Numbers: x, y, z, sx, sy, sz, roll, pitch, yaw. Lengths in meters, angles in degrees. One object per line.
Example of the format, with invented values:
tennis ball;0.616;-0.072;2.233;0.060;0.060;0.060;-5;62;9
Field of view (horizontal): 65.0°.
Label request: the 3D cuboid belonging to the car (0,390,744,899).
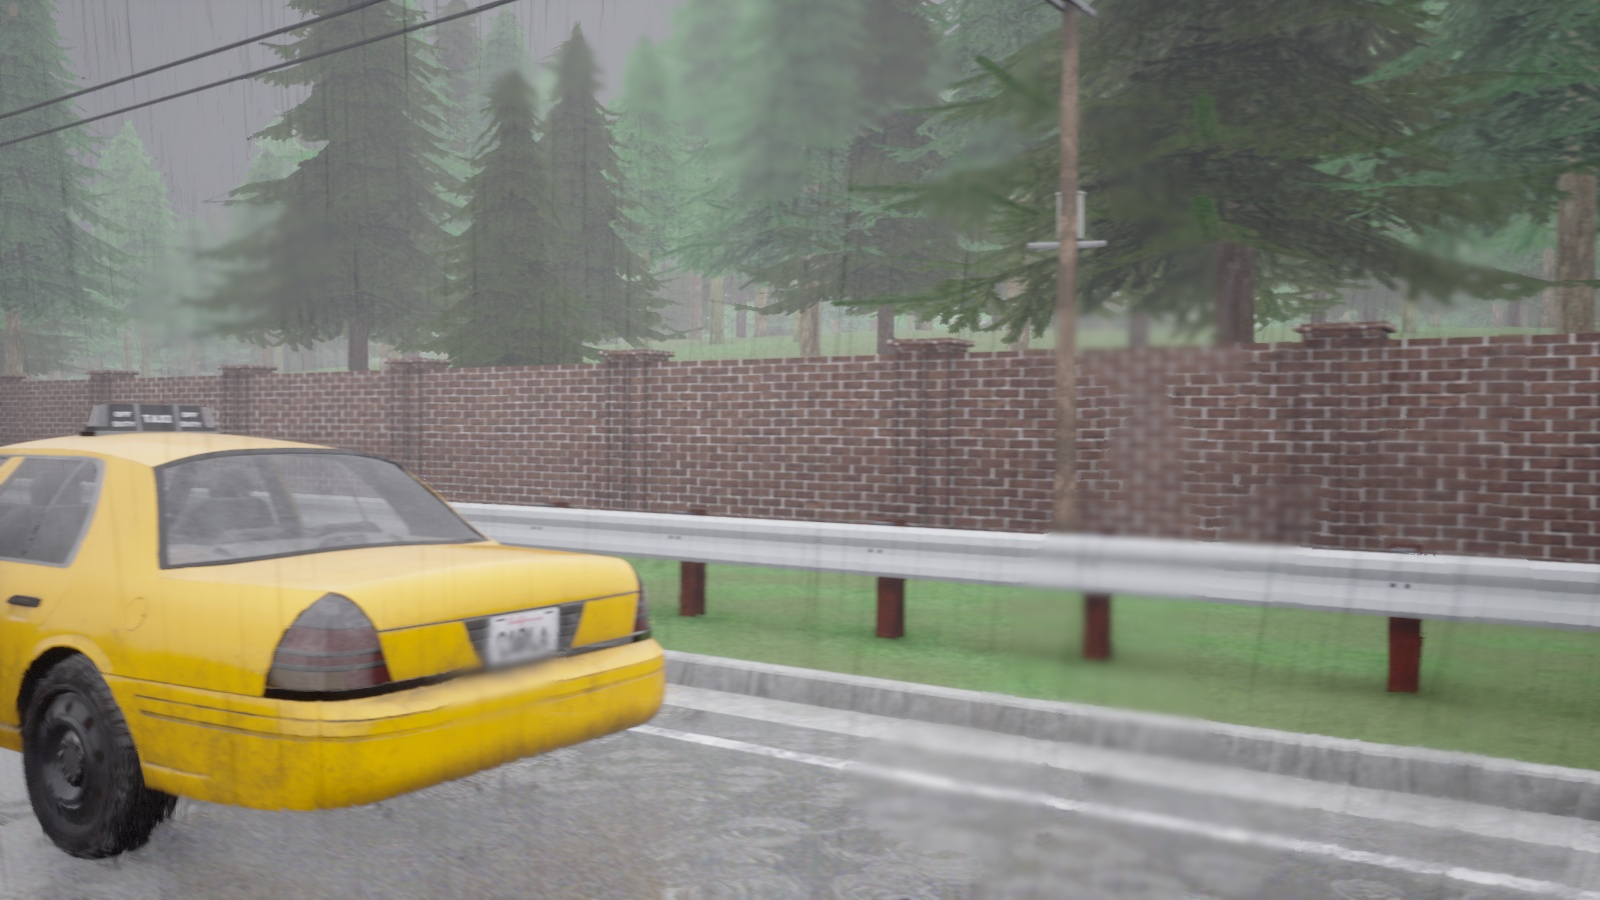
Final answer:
car;-2.972;0.618;5.614;5.366;1.575;1.801;0;1;33
